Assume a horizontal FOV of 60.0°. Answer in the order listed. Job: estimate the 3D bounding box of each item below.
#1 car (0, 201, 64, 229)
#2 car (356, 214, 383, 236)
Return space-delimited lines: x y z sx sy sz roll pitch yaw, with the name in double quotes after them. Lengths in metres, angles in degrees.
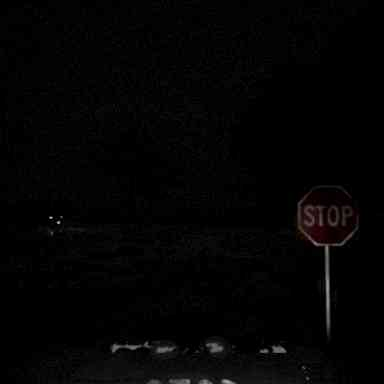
-9.945 1.196 18.222 5.357 1.411 2.033 2 -3 0 "car"
12.337 2.141 21.708 5.357 1.411 2.033 2 -3 0 "car"
